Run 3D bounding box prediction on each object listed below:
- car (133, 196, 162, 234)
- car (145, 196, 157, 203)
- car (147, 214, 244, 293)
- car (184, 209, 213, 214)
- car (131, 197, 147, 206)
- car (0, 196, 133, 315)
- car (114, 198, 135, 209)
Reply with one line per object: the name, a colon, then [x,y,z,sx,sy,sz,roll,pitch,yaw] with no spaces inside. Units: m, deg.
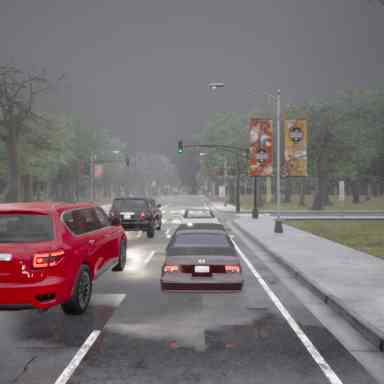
car: [-2.919,1.228,17.843,2.150,2.045,5.566,0,0,1]
car: [-8.917,1.564,72.430,1.837,1.490,4.892,0,0,1]
car: [0.228,1.549,8.989,2.033,1.411,5.357,0,0,1]
car: [0.339,1.608,18.687,1.895,1.301,4.718,0,0,-2]
car: [-9.152,1.571,57.979,1.812,1.442,4.674,0,1,2]
car: [-3.031,1.223,7.697,2.150,2.045,5.566,0,0,0]
car: [-9.301,1.557,46.128,1.812,1.442,4.674,0,0,1]
